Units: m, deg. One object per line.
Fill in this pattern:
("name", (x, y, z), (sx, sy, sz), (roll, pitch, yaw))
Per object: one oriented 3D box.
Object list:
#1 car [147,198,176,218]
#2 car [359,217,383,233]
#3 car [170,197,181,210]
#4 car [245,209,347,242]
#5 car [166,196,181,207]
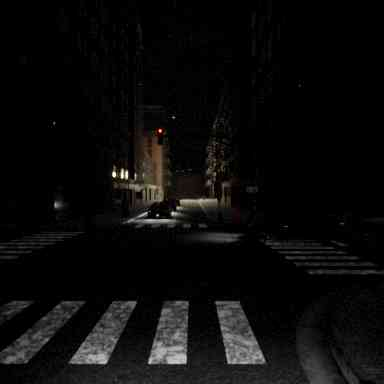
("car", (-2.841, 1.539, 30.207), (2.033, 1.411, 5.357), (0, 0, 0))
("car", (11.636, 1.552, 17.902), (4.829, 1.417, 1.752), (0, 0, 0))
("car", (-2.835, 1.477, 40.585), (2.128, 1.511, 4.902), (0, 0, 0))
("car", (4.918, 1.539, 16.033), (4.674, 1.442, 1.812), (0, 0, 13))
("car", (-2.831, 1.469, 52.497), (2.128, 1.511, 4.902), (0, 0, 0))
